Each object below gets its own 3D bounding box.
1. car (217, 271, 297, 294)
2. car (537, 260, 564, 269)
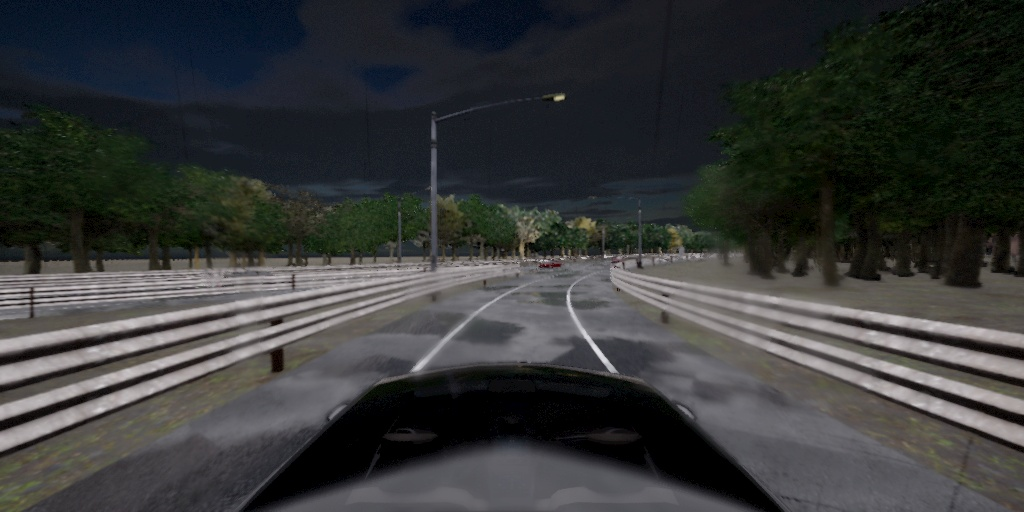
[{"bbox_3d":[-18.658,1.846,26.497,1.837,1.490,4.892,0,1,41],"label":"car"},{"bbox_3d":[5.929,1.313,54.363,1.895,1.301,4.718,0,1,41],"label":"car"}]
